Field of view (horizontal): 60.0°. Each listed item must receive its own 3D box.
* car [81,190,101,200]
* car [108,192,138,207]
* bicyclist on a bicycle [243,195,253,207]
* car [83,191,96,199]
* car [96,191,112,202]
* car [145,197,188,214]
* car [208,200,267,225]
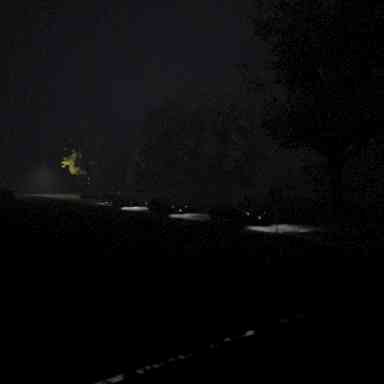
[{"bbox_3d":[-18.436,0.509,60.436,2.128,1.511,4.902,0,1,-33],"label":"car"},{"bbox_3d":[-7.822,0.983,38.679,1.994,1.385,4.181,0,1,-32],"label":"car"},{"bbox_3d":[4.906,1.078,30.006,1.656,1.620,0.582,0,1,-33],"label":"bicyclist on a bicycle"},{"bbox_3d":[-15.911,0.420,51.309,2.128,1.511,4.902,0,1,-33],"label":"car"},{"bbox_3d":[-12.820,0.664,51.793,1.882,1.535,5.008,0,1,-33],"label":"car"},{"bbox_3d":[-2.420,1.126,30.324,2.033,1.411,5.357,0,1,-33],"label":"car"},{"bbox_3d":[2.855,1.257,22.180,1.812,1.442,4.674,0,1,-33],"label":"car"}]
